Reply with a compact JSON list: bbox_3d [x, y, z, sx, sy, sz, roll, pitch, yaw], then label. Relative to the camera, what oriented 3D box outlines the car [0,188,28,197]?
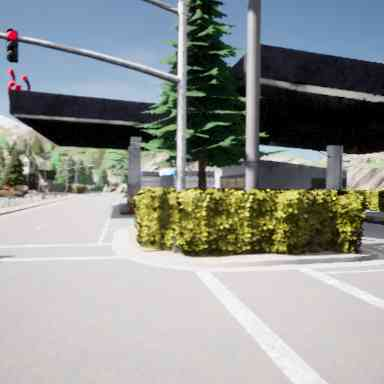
[{"bbox_3d":[-31.381,0.171,56.884,5.027,1.636,2.152,0,1,-12],"label":"car"}]

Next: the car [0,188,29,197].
[{"bbox_3d":[-32.094,0.126,59.939,4.514,1.523,2.007,0,1,-12],"label":"car"}]
